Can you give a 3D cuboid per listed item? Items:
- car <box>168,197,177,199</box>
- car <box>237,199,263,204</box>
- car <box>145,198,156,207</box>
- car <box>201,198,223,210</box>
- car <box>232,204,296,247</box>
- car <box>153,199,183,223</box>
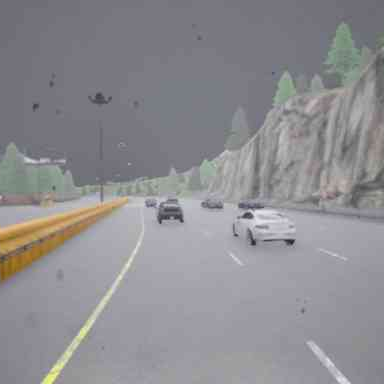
[{"bbox_3d":[-3.397,1.611,58.163,1.837,1.490,4.892,-1,0,-8],"label":"car"},{"bbox_3d":[6.803,1.523,38.887,1.895,1.301,4.718,-1,0,-10],"label":"car"},{"bbox_3d":[-6.474,1.700,53.375,2.033,1.411,5.357,-1,0,-8],"label":"car"},{"bbox_3d":[2.547,1.543,42.996,2.033,1.411,5.357,-1,0,-11],"label":"car"},{"bbox_3d":[3.087,1.488,14.871,1.812,1.442,4.674,0,0,-6],"label":"car"},{"bbox_3d":[-1.812,1.558,26.051,1.837,1.490,4.892,0,0,-9],"label":"car"}]
